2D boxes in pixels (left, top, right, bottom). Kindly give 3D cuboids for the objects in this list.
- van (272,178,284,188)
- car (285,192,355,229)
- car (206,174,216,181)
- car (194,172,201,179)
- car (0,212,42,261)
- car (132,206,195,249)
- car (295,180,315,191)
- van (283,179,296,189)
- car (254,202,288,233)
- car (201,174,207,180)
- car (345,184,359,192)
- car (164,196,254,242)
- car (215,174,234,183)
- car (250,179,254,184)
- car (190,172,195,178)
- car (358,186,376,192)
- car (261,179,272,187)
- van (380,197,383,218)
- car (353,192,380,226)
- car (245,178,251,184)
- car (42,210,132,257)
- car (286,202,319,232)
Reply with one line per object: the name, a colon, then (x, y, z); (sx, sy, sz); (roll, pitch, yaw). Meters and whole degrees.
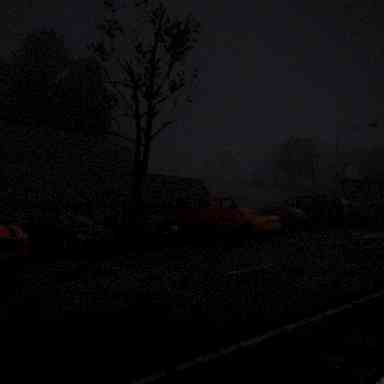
van: (19.109, -1.855, 69.993); (1.878, 1.987, 4.442); (7, 4, 35)
car: (7.198, 1.233, 21.675); (5.566, 2.045, 2.435); (-1, -1, 35)
car: (6.985, -3.790, 87.263); (2.435, 2.045, 5.566); (7, 4, 34)
car: (3.456, -4.176, 92.195); (2.185, 1.767, 4.553); (4, 1, 33)
car: (-7.476, 1.366, 11.231); (4.553, 1.767, 2.185); (-1, -1, 34)
car: (-2.593, 1.515, 14.708); (4.792, 1.488, 2.163); (-1, 0, 34)
car: (22.604, -1.084, 65.163); (2.231, 1.521, 4.892); (7, 3, 35)
van: (20.841, -1.582, 67.523); (1.878, 1.987, 4.442); (7, 4, 35)
car: (2.168, 1.484, 18.285); (5.366, 1.575, 1.946); (-1, -1, 35)
car: (5.189, -3.942, 89.727); (2.185, 1.767, 4.553); (6, 3, 34)
car: (27.822, -0.517, 57.783); (2.435, 2.045, 5.566); (7, 3, 35)
car: (-0.150, 1.234, 16.455); (5.566, 2.045, 2.435); (-1, 0, 34)
car: (8.839, -3.268, 85.006); (1.946, 1.575, 5.366); (7, 3, 34)
car: (15.698, -2.135, 75.041); (2.002, 1.452, 4.674); (7, 4, 35)
car: (1.682, -4.453, 94.541); (2.435, 2.045, 5.566); (1, -1, 34)
car: (29.516, 0.045, 55.313); (2.002, 1.452, 4.674); (7, 3, 35)
car: (17.532, -1.904, 72.723); (1.946, 1.575, 5.366); (7, 3, 35)
van: (12.247, 1.258, 25.054); (4.442, 1.987, 1.878); (-1, -1, 35)
car: (9.710, 1.233, 23.382); (5.566, 2.045, 2.435); (-1, -1, 35)
car: (13.953, -2.409, 77.501); (2.002, 1.452, 4.674); (7, 3, 35)
car: (-5.011, 1.489, 12.959); (4.892, 1.521, 2.231); (-1, -1, 34)
car: (4.773, 1.524, 19.915); (4.674, 1.452, 2.002); (-1, -1, 35)
